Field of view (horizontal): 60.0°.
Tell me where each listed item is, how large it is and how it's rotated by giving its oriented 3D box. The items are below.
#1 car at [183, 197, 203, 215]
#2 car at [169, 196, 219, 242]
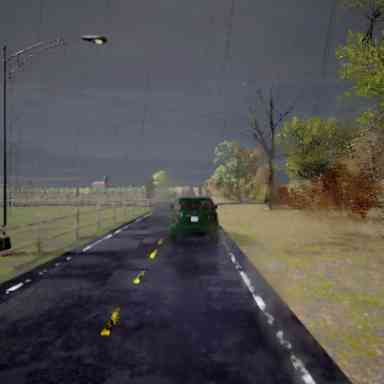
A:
[{"bbox_3d":[0.109,1.366,33.205,1.882,1.535,5.008,0,0,0],"label":"car"},{"bbox_3d":[0.103,1.177,16.145,2.150,2.045,5.566,0,0,0],"label":"car"}]
